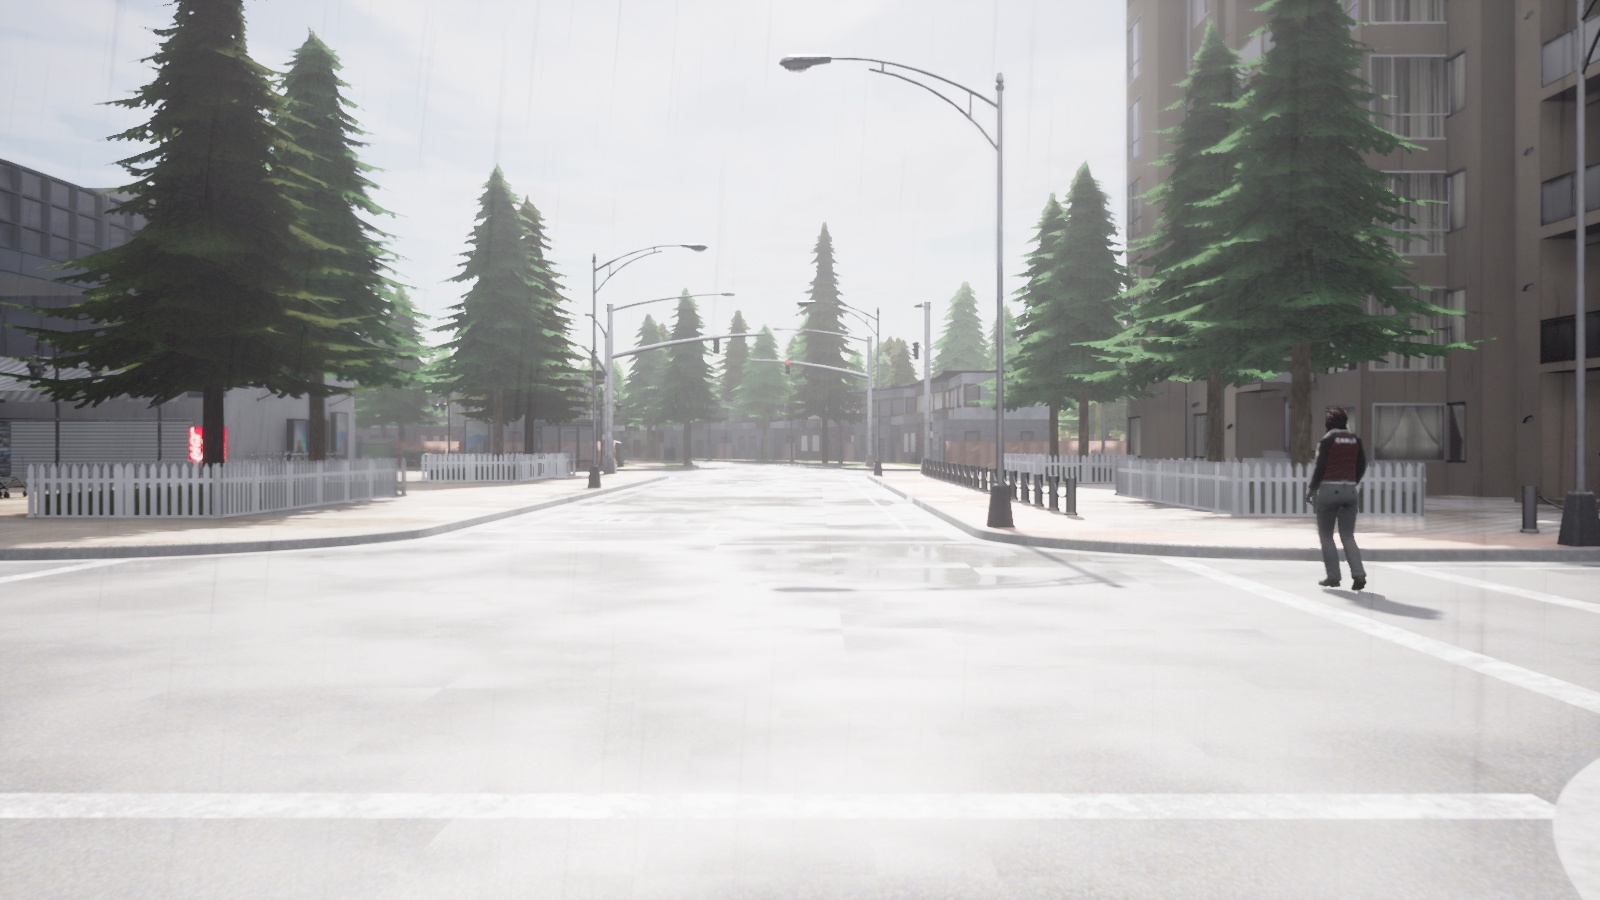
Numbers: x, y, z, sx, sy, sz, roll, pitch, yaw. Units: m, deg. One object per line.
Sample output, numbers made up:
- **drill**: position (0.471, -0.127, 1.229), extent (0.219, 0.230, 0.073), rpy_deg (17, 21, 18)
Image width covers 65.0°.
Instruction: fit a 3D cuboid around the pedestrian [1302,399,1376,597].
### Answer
- **pedestrian**: position (5.390, 0.466, 12.576), extent (0.402, 1.930, 0.666), rpy_deg (0, 0, -7)
